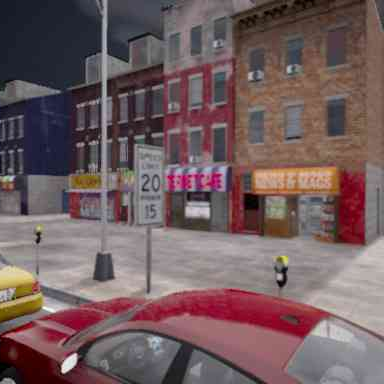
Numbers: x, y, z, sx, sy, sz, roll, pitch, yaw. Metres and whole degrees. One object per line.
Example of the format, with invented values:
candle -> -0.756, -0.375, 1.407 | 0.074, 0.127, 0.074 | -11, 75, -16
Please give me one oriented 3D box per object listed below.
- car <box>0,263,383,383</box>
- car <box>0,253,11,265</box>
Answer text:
car -> 0.074, 1.534, 2.760 | 4.507, 1.381, 1.887 | 1, 0, 36
car -> -4.686, 1.471, 6.159 | 4.829, 1.417, 1.752 | 1, 0, 36
